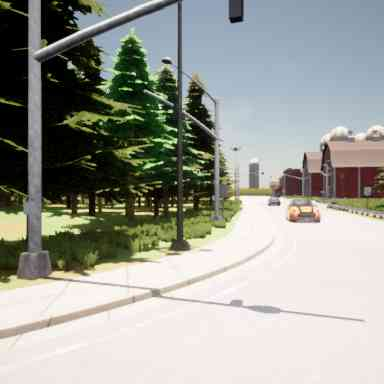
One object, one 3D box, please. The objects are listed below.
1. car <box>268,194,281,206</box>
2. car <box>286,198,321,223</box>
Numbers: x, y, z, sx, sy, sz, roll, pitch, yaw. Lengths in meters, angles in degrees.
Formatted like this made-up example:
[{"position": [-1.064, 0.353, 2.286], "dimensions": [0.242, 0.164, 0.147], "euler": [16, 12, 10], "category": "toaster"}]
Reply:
[{"position": [13.054, 1.527, 52.941], "dimensions": [2.033, 1.411, 5.357], "euler": [0, 0, 9], "category": "car"}, {"position": [8.378, 1.341, 25.314], "dimensions": [2.097, 1.767, 4.553], "euler": [0, 0, 10], "category": "car"}]
